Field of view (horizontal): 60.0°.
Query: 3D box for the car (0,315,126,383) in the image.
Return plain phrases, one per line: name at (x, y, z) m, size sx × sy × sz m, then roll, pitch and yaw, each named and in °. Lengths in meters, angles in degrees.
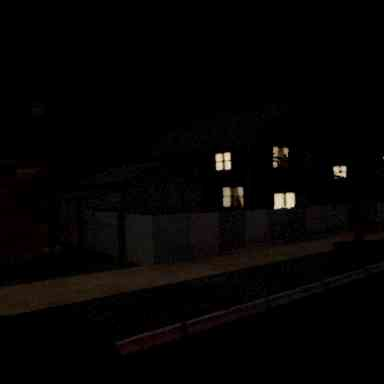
car at (-2.598, 1.501, 1.300) m, size 4.902 × 1.511 × 2.128 m, roll 0°, pitch 0°, yaw -35°
